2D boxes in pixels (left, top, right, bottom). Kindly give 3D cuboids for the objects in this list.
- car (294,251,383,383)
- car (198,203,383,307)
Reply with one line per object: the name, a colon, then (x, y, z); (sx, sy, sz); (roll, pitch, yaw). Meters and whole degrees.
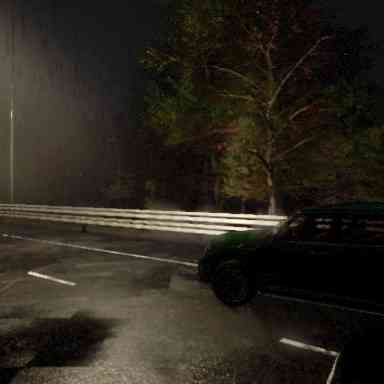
car: (3.296, 1.492, 1.649); (4.902, 1.511, 2.128); (0, 0, 35)
car: (2.794, 1.223, 6.305); (5.566, 2.045, 2.150); (0, 0, 36)
